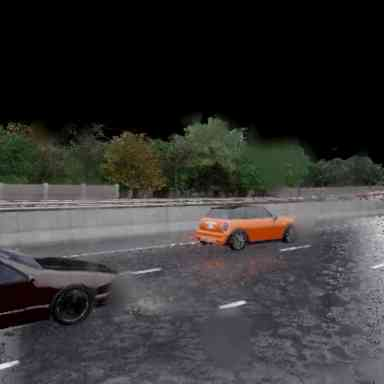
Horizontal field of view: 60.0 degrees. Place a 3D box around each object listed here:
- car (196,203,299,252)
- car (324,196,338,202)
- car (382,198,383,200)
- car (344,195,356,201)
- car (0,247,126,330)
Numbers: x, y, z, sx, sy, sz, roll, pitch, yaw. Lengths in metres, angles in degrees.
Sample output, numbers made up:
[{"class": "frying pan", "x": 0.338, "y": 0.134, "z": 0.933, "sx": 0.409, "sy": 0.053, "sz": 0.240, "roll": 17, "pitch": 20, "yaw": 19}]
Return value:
[{"class": "car", "x": 2.460, "y": 1.339, "z": 14.099, "sx": 4.553, "sy": 1.767, "sz": 2.097, "roll": 0, "pitch": 0, "yaw": -36}, {"class": "car", "x": 28.536, "y": 1.538, "z": 68.340, "sx": 2.128, "sy": 1.511, "sz": 4.902, "roll": 1, "pitch": 1, "yaw": 38}, {"class": "car", "x": 36.483, "y": 1.447, "z": 59.991, "sx": 5.566, "sy": 2.045, "sz": 2.150, "roll": 1, "pitch": -1, "yaw": -35}, {"class": "car", "x": 38.411, "y": 1.426, "z": 80.719, "sx": 1.994, "sy": 1.385, "sz": 4.181, "roll": 1, "pitch": 1, "yaw": 39}, {"class": "car", "x": -3.844, "y": 1.548, "z": 5.302, "sx": 5.357, "sy": 1.411, "sz": 2.033, "roll": 0, "pitch": 0, "yaw": -36}]
